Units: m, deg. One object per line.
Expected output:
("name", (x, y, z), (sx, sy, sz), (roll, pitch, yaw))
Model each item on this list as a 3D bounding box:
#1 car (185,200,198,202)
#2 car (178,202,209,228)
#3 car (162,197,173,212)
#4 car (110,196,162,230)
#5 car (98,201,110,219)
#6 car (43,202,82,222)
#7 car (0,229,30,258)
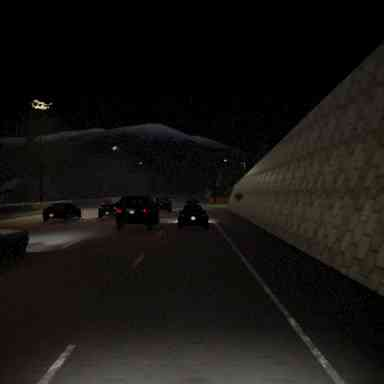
("car", (0.052, 1.614, 40.242), (1.994, 1.385, 4.181), (0, 0, 0))
("car", (0.073, 1.592, 22.367), (1.994, 1.385, 4.181), (0, 0, 0))
("car", (-3.447, 1.399, 39.354), (2.097, 1.767, 4.553), (0, 0, 0))
("car", (-3.427, 1.248, 21.615), (2.150, 2.045, 5.566), (0, 0, 0))
("car", (-6.935, 1.528, 29.585), (2.128, 1.511, 4.902), (0, 0, 0))
("car", (-10.432, 1.559, 26.954), (1.812, 1.442, 4.674), (0, 0, 0))
("car", (-6.911, 1.614, 10.198), (1.895, 1.301, 4.718), (0, 0, 0))
